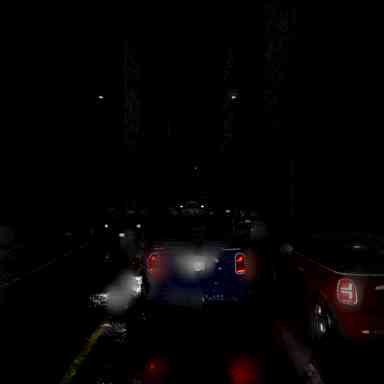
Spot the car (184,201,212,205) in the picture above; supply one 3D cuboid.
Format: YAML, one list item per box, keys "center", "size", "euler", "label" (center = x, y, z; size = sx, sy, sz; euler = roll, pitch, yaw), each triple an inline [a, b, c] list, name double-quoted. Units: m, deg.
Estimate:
- center: [0.089, 1.479, 17.336]
  size: [1.882, 1.535, 5.008]
  euler: [0, 0, 0]
  label: "car"

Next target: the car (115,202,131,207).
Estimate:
- center: [-5.680, 1.584, 22.989]
  size: [1.802, 1.307, 4.206]
  euler: [0, 0, 0]
  label: "car"

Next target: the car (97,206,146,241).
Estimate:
- center: [-3.095, 1.602, 16.982]
  size: [1.895, 1.301, 4.718]
  euler: [0, 0, 0]
  label: "car"

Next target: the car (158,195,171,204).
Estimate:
- center: [-5.660, 1.626, 65.594]
  size: [1.802, 1.307, 4.206]
  euler: [0, 0, 0]
  label: "car"

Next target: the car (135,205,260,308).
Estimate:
- center: [0.096, 1.352, 8.055]
  size: [2.097, 1.767, 4.553]
  euler: [0, 0, 0]
  label: "car"

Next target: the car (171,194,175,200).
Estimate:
- center: [-5.644, 1.617, 76.410]
  size: [2.008, 1.369, 4.403]
  euler: [0, 0, 0]
  label: "car"

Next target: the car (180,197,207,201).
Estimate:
- center: [-0.010, 1.460, 27.358]
  size: [1.801, 1.575, 5.366]
  euler: [0, 0, 0]
  label: "car"

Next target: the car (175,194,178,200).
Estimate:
- center: [-5.621, 1.638, 92.466]
  size: [1.752, 1.417, 4.829]
  euler: [0, 0, 0]
  label: "car"

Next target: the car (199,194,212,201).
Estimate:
- center: [2.864, 1.485, 65.584]
  size: [1.967, 1.590, 4.097]
  euler: [0, 0, 0]
  label: "car"

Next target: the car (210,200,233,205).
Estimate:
- center: [2.844, 1.569, 28.493]
  size: [1.947, 1.339, 4.313]
  euler: [0, 0, 0]
  label: "car"

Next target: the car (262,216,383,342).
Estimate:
- center: [2.851, 1.440, 6.488]
  size: [1.967, 1.590, 4.097]
  euler: [0, 0, 0]
  label: "car"

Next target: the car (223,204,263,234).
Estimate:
- center: [2.847, 1.552, 17.491]
  size: [2.008, 1.369, 4.403]
  euler: [0, 0, 0]
  label: "car"

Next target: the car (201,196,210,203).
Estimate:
- center: [2.873, 1.580, 71.163]
  size: [1.752, 1.417, 4.829]
  euler: [0, 0, 0]
  label: "car"

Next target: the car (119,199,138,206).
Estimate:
- center: [-5.682, 1.444, 28.491]
  size: [1.967, 1.590, 4.097]
  euler: [0, 0, 0]
  label: "car"

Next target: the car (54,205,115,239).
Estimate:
- center: [-5.678, 1.567, 17.488]
  size: [1.947, 1.339, 4.313]
  euler: [0, 0, 0]
  label: "car"

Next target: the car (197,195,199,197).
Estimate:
- center: [2.881, 1.617, 76.401]
  size: [2.008, 1.369, 4.403]
  euler: [0, 0, 0]
  label: "car"
